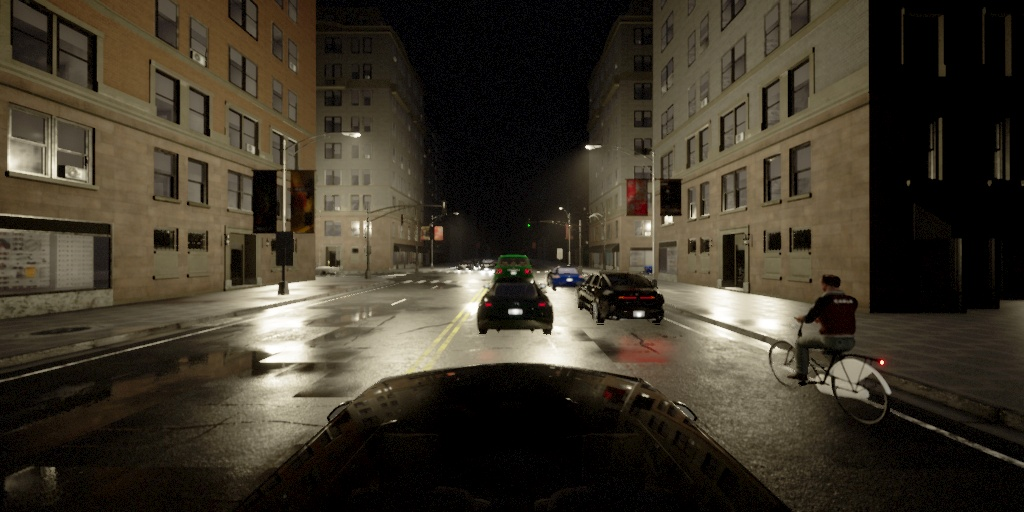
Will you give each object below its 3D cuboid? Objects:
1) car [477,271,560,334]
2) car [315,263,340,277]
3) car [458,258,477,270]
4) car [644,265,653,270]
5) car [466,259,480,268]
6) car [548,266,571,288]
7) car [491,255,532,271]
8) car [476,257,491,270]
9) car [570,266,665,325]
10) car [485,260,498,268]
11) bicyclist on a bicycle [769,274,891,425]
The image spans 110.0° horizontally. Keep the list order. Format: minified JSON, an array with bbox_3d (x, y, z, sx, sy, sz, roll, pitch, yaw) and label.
[{"bbox_3d":[0.085,1.310,10.627,1.994,1.385,4.181,0,0,0],"label":"car"},{"bbox_3d":[-19.226,1.317,34.623,4.718,1.301,1.895,0,0,3],"label":"car"},{"bbox_3d":[-6.661,1.265,52.135,1.812,1.442,4.674,0,0,0],"label":"car"},{"bbox_3d":[16.352,1.270,37.480,5.008,1.535,1.882,0,0,0],"label":"car"},{"bbox_3d":[-6.661,1.241,61.146,1.837,1.490,4.892,0,0,0],"label":"car"},{"bbox_3d":[3.249,1.308,22.170,1.994,1.385,4.181,0,0,0],"label":"car"},{"bbox_3d":[0.060,0.968,21.479,2.150,2.045,5.566,0,0,-1],"label":"car"},{"bbox_3d":[-3.413,1.231,50.881,2.128,1.511,4.902,0,0,0],"label":"car"},{"bbox_3d":[3.333,1.252,11.826,1.837,1.490,4.892,0,0,0],"label":"car"},{"bbox_3d":[-3.414,1.338,60.145,1.895,1.301,4.718,0,0,0],"label":"car"},{"bbox_3d":[4.139,1.119,4.861,0.659,1.776,1.843,0,0,0],"label":"bicyclist on a bicycle"}]
